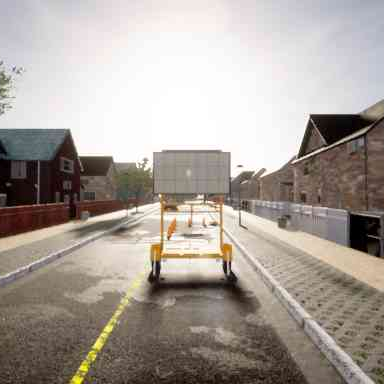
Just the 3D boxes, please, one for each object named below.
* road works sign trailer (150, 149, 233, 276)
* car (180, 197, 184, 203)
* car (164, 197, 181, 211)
[{"bbox_3d":[-0.007,0.483,10.393,2.380,3.560,2.880,0,0,1],"label":"road works sign trailer"},{"bbox_3d":[-2.782,1.845,74.237,2.097,1.767,4.553,0,-1,0],"label":"car"},{"bbox_3d":[-2.868,1.745,44.025,2.033,1.411,5.357,0,0,0],"label":"car"}]
